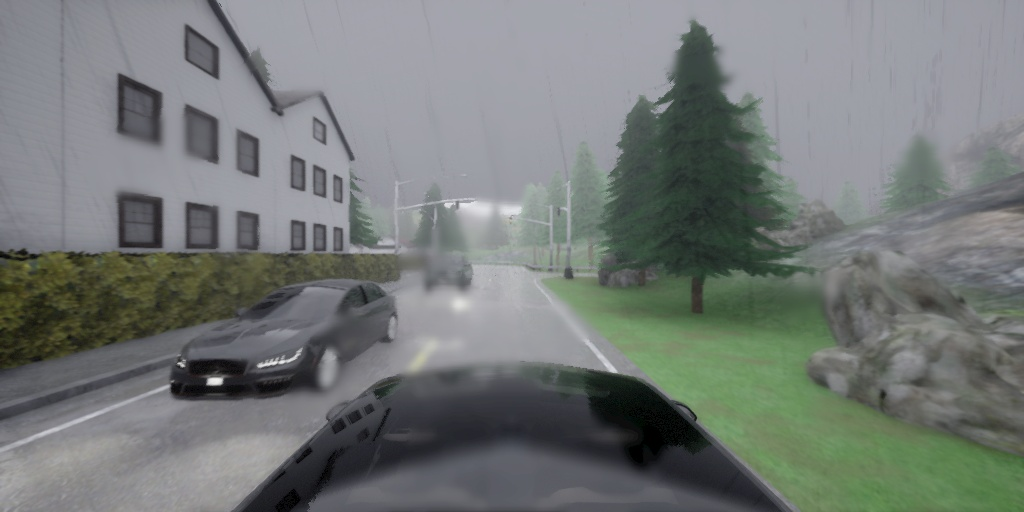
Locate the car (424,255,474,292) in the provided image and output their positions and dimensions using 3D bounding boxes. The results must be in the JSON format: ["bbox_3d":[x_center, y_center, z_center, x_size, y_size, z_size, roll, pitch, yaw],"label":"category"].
[{"bbox_3d":[-3.525,0.929,20.979,2.150,2.045,5.566,0,0,0],"label":"car"}]

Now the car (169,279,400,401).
[{"bbox_3d":[-3.595,1.245,6.761,1.837,1.490,4.892,0,0,0],"label":"car"}]
